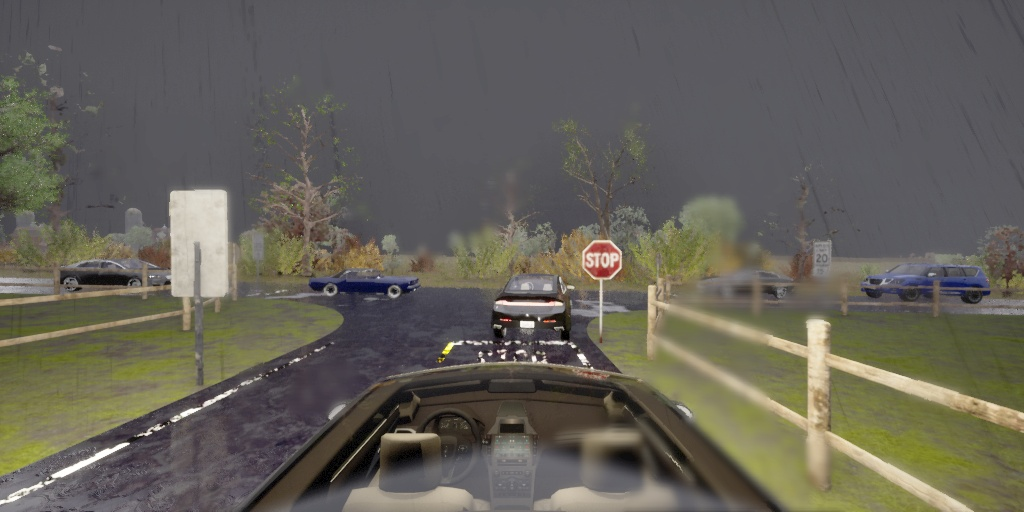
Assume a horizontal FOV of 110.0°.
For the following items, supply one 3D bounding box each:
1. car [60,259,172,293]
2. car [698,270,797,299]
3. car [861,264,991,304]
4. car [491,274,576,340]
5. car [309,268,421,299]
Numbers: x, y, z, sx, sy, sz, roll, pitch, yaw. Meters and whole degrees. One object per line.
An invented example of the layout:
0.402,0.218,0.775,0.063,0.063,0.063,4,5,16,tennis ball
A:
-18.490,0.884,17.054,4.902,1.511,2.128,1,1,0,car
13.004,1.524,19.965,4.902,1.511,2.128,1,1,0,car
22.900,1.465,19.954,5.566,2.045,2.150,1,1,0,car
0.707,1.239,10.007,2.128,1.511,4.902,0,0,9,car
-6.822,1.247,17.038,4.718,1.301,1.895,1,1,0,car
